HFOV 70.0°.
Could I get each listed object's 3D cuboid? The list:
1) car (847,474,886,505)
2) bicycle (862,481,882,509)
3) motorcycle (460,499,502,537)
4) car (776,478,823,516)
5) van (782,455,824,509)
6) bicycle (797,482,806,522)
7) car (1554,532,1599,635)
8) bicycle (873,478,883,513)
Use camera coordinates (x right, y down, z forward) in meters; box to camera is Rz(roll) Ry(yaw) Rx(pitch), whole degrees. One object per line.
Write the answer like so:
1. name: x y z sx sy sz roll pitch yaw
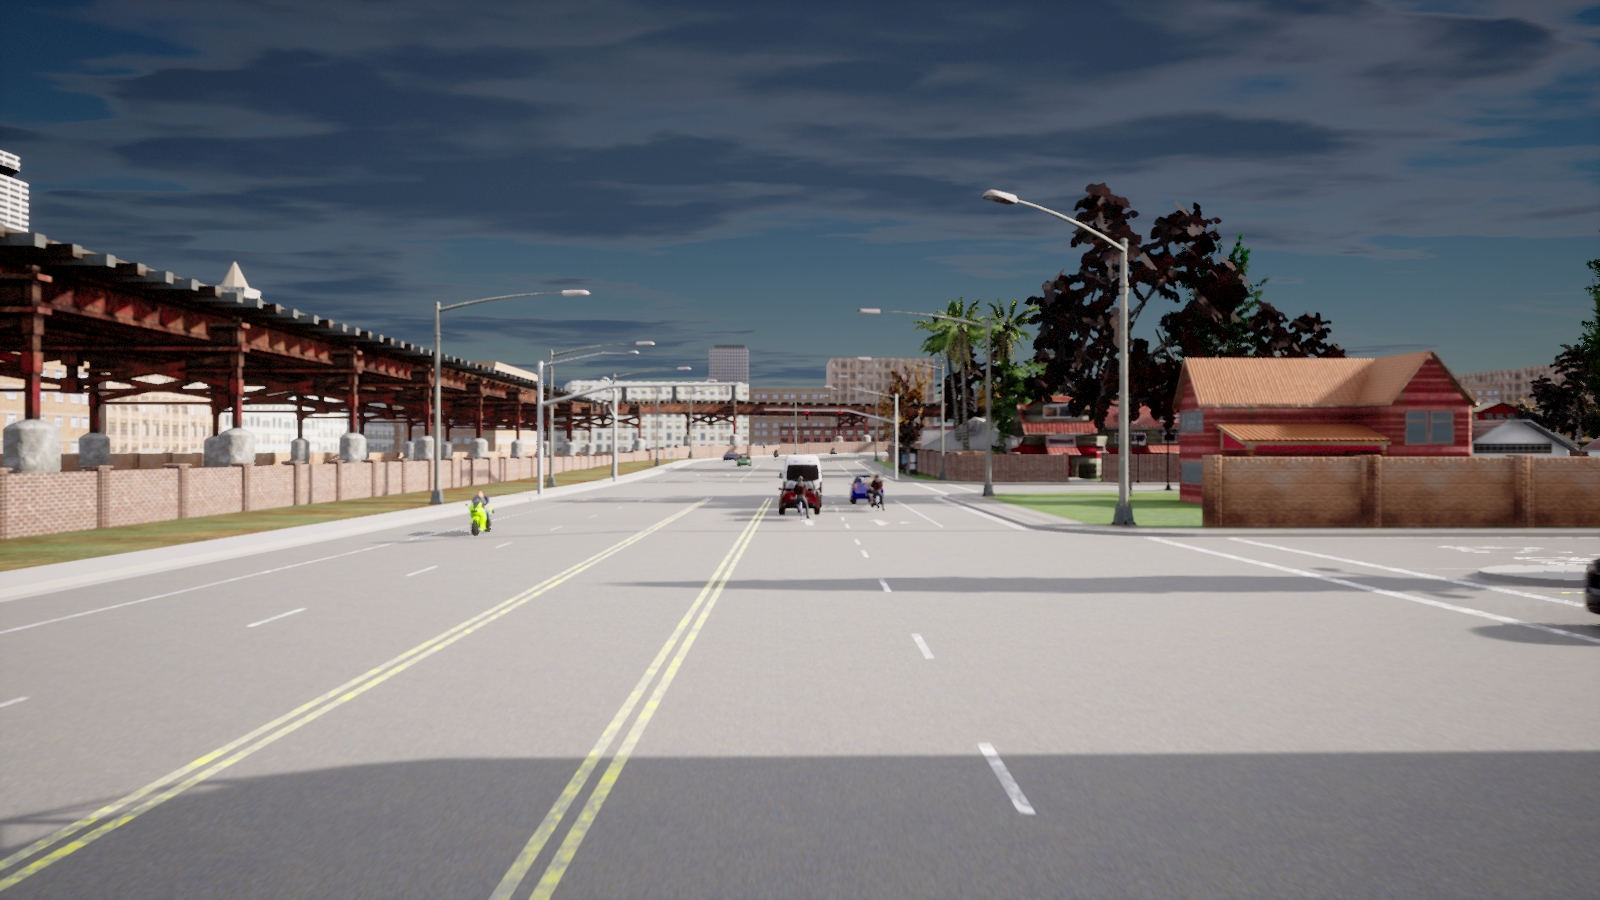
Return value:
1. car: 3.488 2.059 60.230 1.845 1.501 3.633 0 0 0
2. bicycle: 3.519 2.165 55.635 0.859 1.301 1.487 0 0 -1
3. motorcycle: -10.480 2.226 37.599 0.803 1.145 2.033 0 0 0
4. car: -0.019 2.058 50.929 2.007 1.525 4.514 0 0 0
5. van: 0.089 1.555 57.910 1.988 2.561 5.915 0 0 -1
6. bicycle: 0.068 2.061 45.723 0.329 1.496 1.835 -1 0 0
7. car: 14.571 2.069 17.364 4.792 1.488 2.163 0 0 0
8. bicycle: 3.528 2.066 52.006 0.329 1.496 1.835 0 0 0
